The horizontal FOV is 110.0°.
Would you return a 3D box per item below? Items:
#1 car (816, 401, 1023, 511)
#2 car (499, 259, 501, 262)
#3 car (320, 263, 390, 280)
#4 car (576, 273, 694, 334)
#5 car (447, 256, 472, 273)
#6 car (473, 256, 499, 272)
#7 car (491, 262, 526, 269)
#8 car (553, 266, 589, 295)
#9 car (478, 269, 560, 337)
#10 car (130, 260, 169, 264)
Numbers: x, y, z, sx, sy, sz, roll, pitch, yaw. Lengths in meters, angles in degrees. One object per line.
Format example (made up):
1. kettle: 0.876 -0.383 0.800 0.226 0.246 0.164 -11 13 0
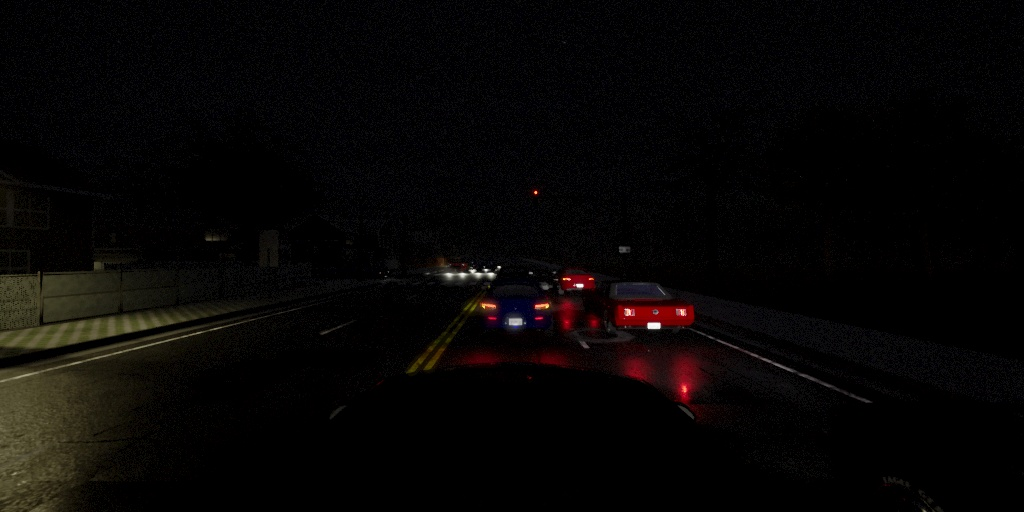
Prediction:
1. car: 3.348 1.351 0.671 1.895 1.301 4.718 0 0 0
2. car: -3.296 1.279 56.425 2.033 1.411 5.357 0 0 0
3. car: -13.118 1.316 30.035 5.357 1.411 2.033 0 0 6
4. car: 3.342 1.351 10.623 1.895 1.301 4.718 0 0 0
5. car: -6.562 1.094 43.992 2.097 1.767 4.553 0 0 0
6. car: -3.300 0.962 46.111 2.150 2.045 5.566 0 0 1
7. car: 0.071 1.255 19.404 1.837 1.490 4.892 0 0 0
8. car: 3.324 1.276 19.731 1.812 1.442 4.674 0 0 0
9. car: 0.089 1.276 10.143 1.812 1.442 4.674 0 0 0
10. car: -30.148 1.151 30.494 4.553 1.767 2.097 0 0 0
